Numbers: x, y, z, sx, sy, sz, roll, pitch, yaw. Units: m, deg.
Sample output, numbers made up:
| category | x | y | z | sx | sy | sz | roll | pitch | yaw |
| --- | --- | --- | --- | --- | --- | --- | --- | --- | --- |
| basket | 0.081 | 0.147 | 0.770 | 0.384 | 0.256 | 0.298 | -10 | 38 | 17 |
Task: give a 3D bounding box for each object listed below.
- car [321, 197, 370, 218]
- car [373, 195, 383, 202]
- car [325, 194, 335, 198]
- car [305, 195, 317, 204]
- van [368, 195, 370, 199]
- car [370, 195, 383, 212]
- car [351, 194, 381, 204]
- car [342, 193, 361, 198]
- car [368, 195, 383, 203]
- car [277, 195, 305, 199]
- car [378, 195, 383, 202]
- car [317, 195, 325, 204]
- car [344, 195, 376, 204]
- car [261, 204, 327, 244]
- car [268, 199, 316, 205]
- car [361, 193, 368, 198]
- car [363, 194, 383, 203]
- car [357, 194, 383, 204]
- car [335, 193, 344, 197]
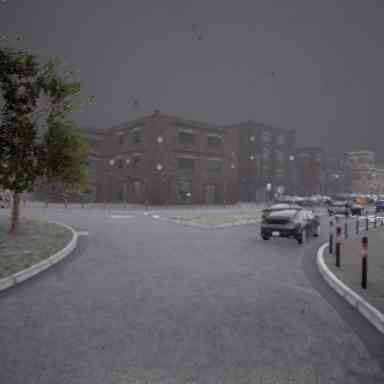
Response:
| category | x | y | z | sx | sy | sz | roll | pitch | yaw |
| --- | --- | --- | --- | --- | --- | --- | --- | --- | --- |
| car | 14.604 | 1.572 | 31.483 | 4.902 | 1.511 | 2.128 | 0 | 1 | -44 |
| car | 42.327 | 1.467 | 72.081 | 2.231 | 1.521 | 4.892 | 0 | 1 | -41 |
| car | 19.295 | 1.295 | 52.341 | 2.185 | 1.767 | 4.553 | 0 | 1 | -41 |
| car | 15.080 | 1.403 | 48.786 | 2.097 | 1.535 | 5.008 | 0 | 1 | -41 |
| van | 29.831 | 1.211 | 61.240 | 1.878 | 1.987 | 4.442 | 0 | 1 | -41 |
| car | 24.019 | 1.376 | 39.949 | 5.566 | 2.045 | 2.150 | 0 | 1 | -40 |
| car | 33.924 | 1.315 | 64.938 | 2.185 | 1.767 | 4.553 | 0 | 1 | -41 |
| car | 25.546 | 1.179 | 57.764 | 2.435 | 2.045 | 5.566 | 0 | 1 | -41 |
| car | 40.232 | 1.460 | 70.288 | 2.231 | 1.521 | 4.892 | 0 | 1 | -41 |
| car | 13.006 | 1.264 | 46.961 | 2.185 | 1.767 | 4.553 | 0 | 1 | -41 |
| car | 44.422 | 1.476 | 73.873 | 2.231 | 1.521 | 4.892 | 0 | 1 | -41 |
| car | 17.178 | 1.452 | 50.572 | 2.002 | 1.452 | 4.674 | 0 | 1 | -41 |
| car | 31.844 | 1.438 | 63.128 | 2.097 | 1.535 | 5.008 | 0 | 1 | -41 |
| car | 4.920 | 1.535 | 16.176 | 1.837 | 1.490 | 4.892 | 0 | 0 | 34 |
| car | 6.612 | 1.491 | 23.166 | 1.882 | 1.535 | 5.008 | 1 | 1 | 40 |
| car | 27.777 | 1.433 | 59.398 | 1.946 | 1.575 | 5.366 | 0 | 1 | -41 |
| car | 38.155 | 1.326 | 68.476 | 2.185 | 1.767 | 4.553 | 0 | 1 | -41 |
| car | 36.019 | 1.320 | 66.730 | 2.185 | 1.767 | 4.553 | 0 | 1 | -41 |
| car | 21.368 | 1.428 | 54.167 | 2.231 | 1.521 | 4.892 | 0 | 1 | -41 |
